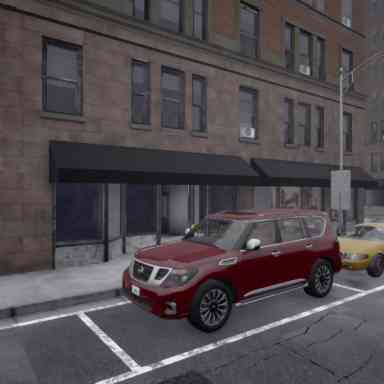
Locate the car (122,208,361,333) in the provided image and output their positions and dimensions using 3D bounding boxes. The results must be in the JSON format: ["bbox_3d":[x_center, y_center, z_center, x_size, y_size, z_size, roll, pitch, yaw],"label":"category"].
[{"bbox_3d":[1.112,1.315,6.990,5.009,1.841,2.192,0,0,-35],"label":"car"}]

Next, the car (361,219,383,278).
[{"bbox_3d":[5.597,1.525,10.185,4.829,1.417,1.752,0,0,-35],"label":"car"}]
